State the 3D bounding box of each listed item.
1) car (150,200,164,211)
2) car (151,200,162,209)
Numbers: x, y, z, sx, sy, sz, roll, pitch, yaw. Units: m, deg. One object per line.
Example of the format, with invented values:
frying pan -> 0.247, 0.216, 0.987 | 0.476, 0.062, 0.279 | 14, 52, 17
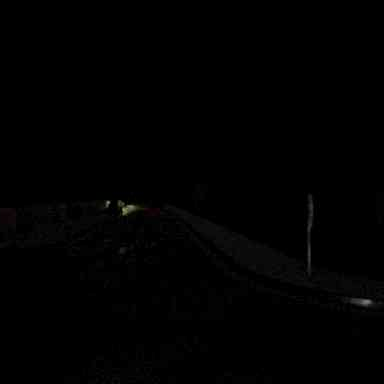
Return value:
car -> -5.471, 2.132, 51.928 | 1.882, 1.535, 5.008 | 0, -1, -7
car -> -6.688, 2.333, 62.276 | 1.837, 1.490, 4.892 | 0, -1, -7
